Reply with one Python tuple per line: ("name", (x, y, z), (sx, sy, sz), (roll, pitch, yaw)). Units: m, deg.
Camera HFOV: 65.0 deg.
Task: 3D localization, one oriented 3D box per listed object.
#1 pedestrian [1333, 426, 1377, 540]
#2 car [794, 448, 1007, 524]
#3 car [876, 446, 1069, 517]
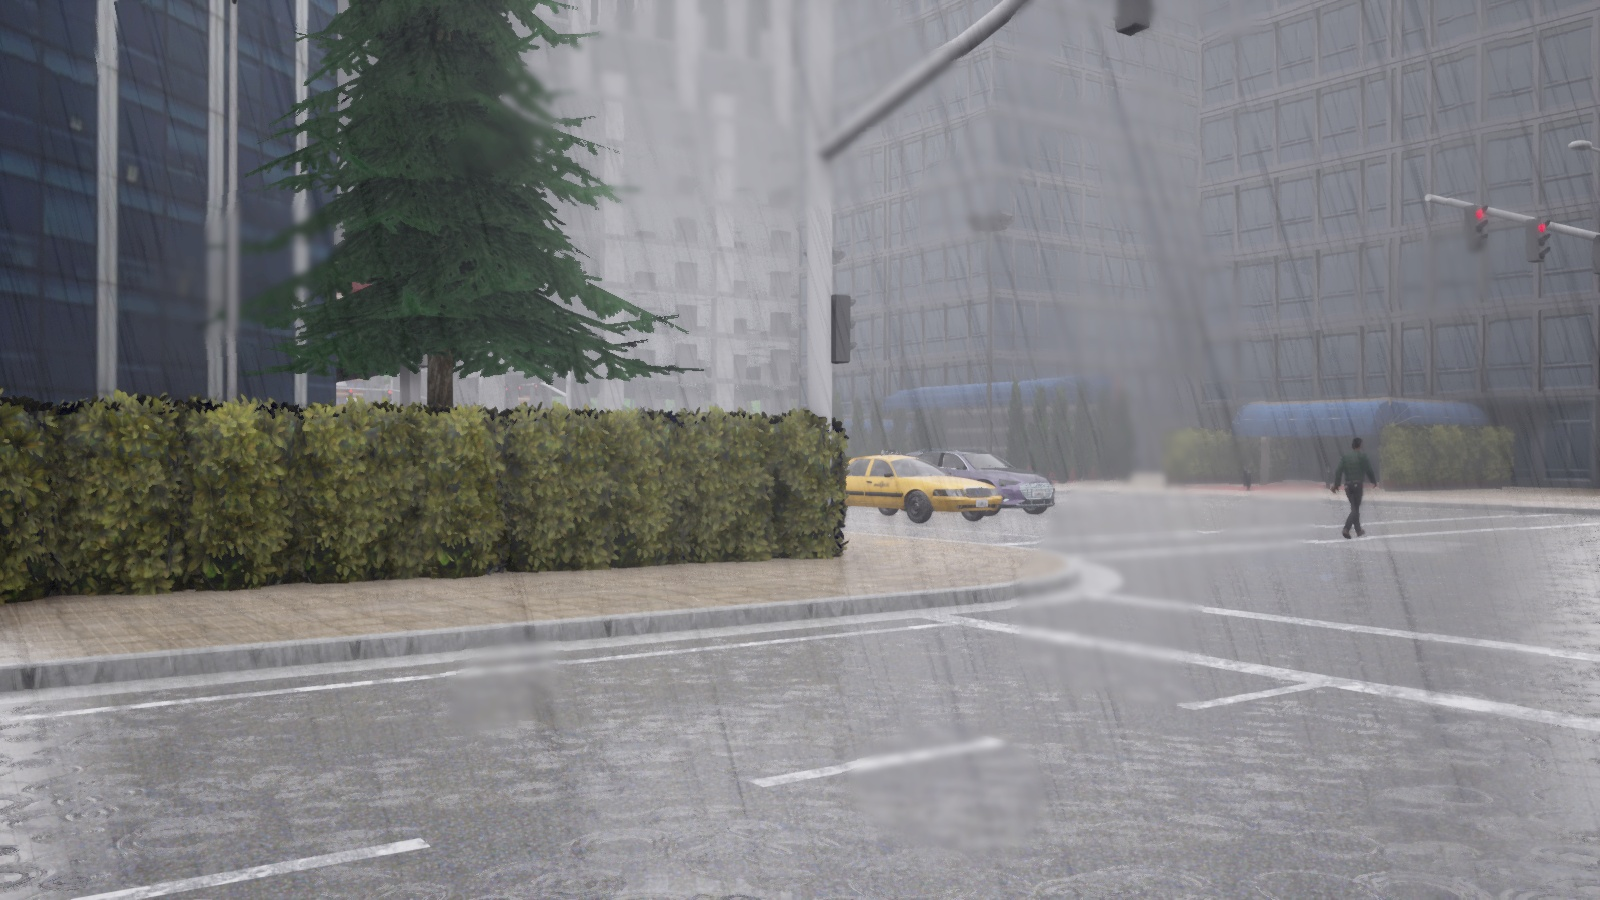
("pedestrian", (9.736, 0.571, 22.010), (0.788, 1.949, 0.423), (0, 0, -43))
("car", (2.141, 0.749, 28.553), (1.801, 1.575, 5.366), (0, 0, -35))
("car", (4.245, 0.743, 31.635), (2.033, 1.649, 4.856), (0, 0, -35))
